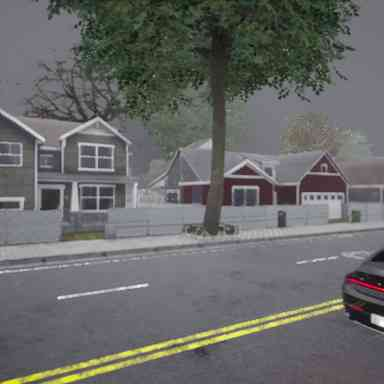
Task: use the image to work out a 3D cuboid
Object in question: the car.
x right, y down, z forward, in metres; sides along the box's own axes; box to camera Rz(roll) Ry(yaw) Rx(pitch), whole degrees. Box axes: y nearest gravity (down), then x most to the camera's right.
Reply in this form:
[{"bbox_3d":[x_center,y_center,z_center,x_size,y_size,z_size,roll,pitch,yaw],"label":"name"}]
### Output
[{"bbox_3d":[4.700,1.548,5.806,4.892,1.490,1.837,0,0,-30],"label":"car"}]
